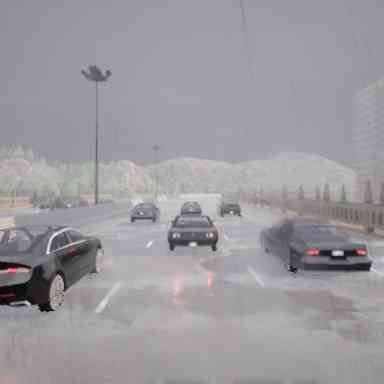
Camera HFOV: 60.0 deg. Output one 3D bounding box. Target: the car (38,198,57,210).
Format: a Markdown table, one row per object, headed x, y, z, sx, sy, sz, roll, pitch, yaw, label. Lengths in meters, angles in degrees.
| x | y | z | sx | sy | sz | roll | pitch | yaw | label |
| --- | --- | --- | --- | --- | --- | --- | --- | --- | --- |
| -17.805 | 1.518 | 42.490 | 1.837 | 1.490 | 4.892 | 0 | 0 | 0 | car |

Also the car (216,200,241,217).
| x | y | z | sx | sy | sz | roll | pitch | yaw | label |
| --- | --- | --- | --- | --- | --- | --- | --- | --- | --- |
| 3.438 | 1.501 | 31.259 | 1.837 | 1.490 | 4.892 | 0 | 0 | 0 | car |

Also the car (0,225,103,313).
| x | y | z | sx | sy | sz | roll | pitch | yaw | label |
| --- | --- | --- | --- | --- | --- | --- | --- | --- | --- |
| -3.442 | 1.494 | 7.639 | 2.128 | 1.511 | 4.902 | 0 | 0 | 0 | car |

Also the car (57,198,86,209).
| x | y | z | sx | sy | sz | roll | pitch | yaw | label |
| --- | --- | --- | --- | --- | --- | --- | --- | --- | --- |
| -14.301 | 1.501 | 41.143 | 2.128 | 1.511 | 4.902 | 0 | 0 | 0 | car |

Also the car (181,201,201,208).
| x | y | z | sx | sy | sz | roll | pitch | yaw | label |
| --- | --- | --- | --- | --- | --- | --- | --- | --- | --- |
| -0.065 | 1.562 | 31.791 | 1.994 | 1.385 | 4.181 | 0 | 0 | 0 | car |

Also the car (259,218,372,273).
| x | y | z | sx | sy | sz | roll | pitch | yaw | label |
| --- | --- | --- | --- | --- | --- | --- | --- | --- | --- |
| 3.550 | 1.544 | 10.633 | 2.033 | 1.411 | 5.357 | 0 | 0 | 0 | car |

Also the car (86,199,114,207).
| x | y | z | sx | sy | sz | roll | pitch | yaw | label |
| --- | --- | --- | --- | --- | --- | --- | --- | --- | --- |
| -10.803 | 1.554 | 40.641 | 2.033 | 1.411 | 5.357 | 0 | 0 | 0 | car |

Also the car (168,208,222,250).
| x | y | z | sx | sy | sz | roll | pitch | yaw | label |
| --- | --- | --- | --- | --- | --- | --- | --- | --- | --- |
| 0.030 | 1.600 | 14.251 | 1.895 | 1.301 | 4.718 | 0 | 0 | 0 | car |

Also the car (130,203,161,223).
| x | y | z | sx | sy | sz | roll | pitch | yaw | label |
| --- | --- | --- | --- | --- | --- | --- | --- | --- | --- |
| -3.532 | 1.549 | 25.802 | 2.033 | 1.411 | 5.357 | 0 | 0 | 0 | car |
